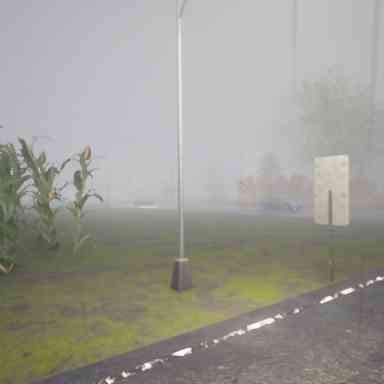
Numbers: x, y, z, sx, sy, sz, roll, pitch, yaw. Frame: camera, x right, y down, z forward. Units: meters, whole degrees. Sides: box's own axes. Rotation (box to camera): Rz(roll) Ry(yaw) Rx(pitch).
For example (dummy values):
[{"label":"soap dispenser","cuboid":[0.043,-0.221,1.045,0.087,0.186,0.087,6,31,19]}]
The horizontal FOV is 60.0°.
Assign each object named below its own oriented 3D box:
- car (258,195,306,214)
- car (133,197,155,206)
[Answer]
[{"label":"car","cuboid":[8.706,1.119,32.429,2.097,1.767,4.553,-1,0,-40]},{"label":"car","cuboid":[-7.611,1.514,52.766,1.994,1.385,4.181,-1,0,-38]}]
